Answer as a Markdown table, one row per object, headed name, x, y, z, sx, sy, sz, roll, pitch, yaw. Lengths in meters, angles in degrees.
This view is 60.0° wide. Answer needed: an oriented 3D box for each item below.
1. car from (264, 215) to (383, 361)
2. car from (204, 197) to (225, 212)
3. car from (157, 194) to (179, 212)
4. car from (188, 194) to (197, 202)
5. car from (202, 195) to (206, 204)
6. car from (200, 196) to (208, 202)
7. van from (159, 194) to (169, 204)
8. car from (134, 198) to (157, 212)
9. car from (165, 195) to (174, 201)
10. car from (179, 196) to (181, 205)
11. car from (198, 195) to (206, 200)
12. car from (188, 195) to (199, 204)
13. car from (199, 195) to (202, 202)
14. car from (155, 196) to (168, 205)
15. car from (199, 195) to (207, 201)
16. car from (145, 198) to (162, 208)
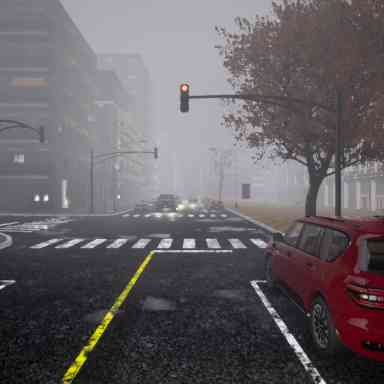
| name | x | y | z | sx | sy | sz | roll | pitch | yaw |
| --- | --- | --- | --- | --- | --- | --- | --- | --- | --- |
| car | 2.702 | 1.315 | 5.912 | 2.192 | 1.841 | 5.009 | 0 | 0 | 0 |
| car | 2.760 | 1.557 | 38.300 | 1.887 | 1.381 | 4.507 | 0 | 0 | 0 |
| car | -3.020 | 1.235 | 40.061 | 2.150 | 2.045 | 5.566 | 0 | 0 | 0 |
| car | 0.144 | 1.416 | 79.399 | 2.097 | 1.767 | 4.553 | 0 | 0 | 0 |
| car | 2.780 | 1.548 | 49.535 | 1.752 | 1.417 | 4.829 | 0 | 0 | 0 |
| car | 2.830 | 1.583 | 77.199 | 1.752 | 1.417 | 4.829 | 0 | 0 | 0 |
| van | -5.571 | 1.384 | 65.979 | 1.690 | 1.788 | 3.998 | 0 | 0 | 0 |
| car | -5.620 | 1.563 | 38.315 | 2.008 | 1.369 | 4.403 | 0 | 0 | 0 |
| car | -5.541 | 1.506 | 82.577 | 1.967 | 1.590 | 4.097 | 0 | 0 | 0 |
| car | -2.993 | 1.528 | 50.079 | 1.837 | 1.490 | 4.892 | 0 | 0 | 0 |
| car | 2.859 | 1.637 | 93.627 | 2.008 | 1.369 | 4.403 | 0 | 0 | 0 |
| car | 0.218 | 1.644 | 66.424 | 1.895 | 1.301 | 4.718 | 0 | 0 | 0 |
| car | 2.810 | 1.625 | 65.963 | 1.802 | 1.307 | 4.206 | 0 | 0 | 0 |
| car | -5.581 | 1.476 | 60.446 | 1.967 | 1.590 | 4.097 | 0 | 0 | 0 |
| car | 2.849 | 1.620 | 88.094 | 1.887 | 1.381 | 4.507 | 0 | 0 | 0 |
| car | -5.601 | 1.573 | 49.381 | 2.008 | 1.369 | 4.403 | 0 | 0 | 0 |
